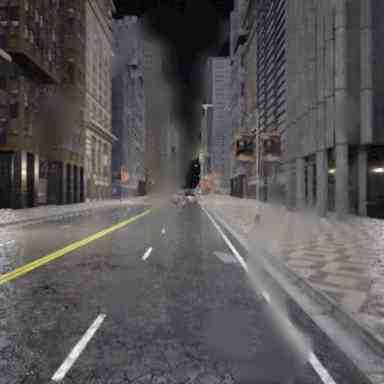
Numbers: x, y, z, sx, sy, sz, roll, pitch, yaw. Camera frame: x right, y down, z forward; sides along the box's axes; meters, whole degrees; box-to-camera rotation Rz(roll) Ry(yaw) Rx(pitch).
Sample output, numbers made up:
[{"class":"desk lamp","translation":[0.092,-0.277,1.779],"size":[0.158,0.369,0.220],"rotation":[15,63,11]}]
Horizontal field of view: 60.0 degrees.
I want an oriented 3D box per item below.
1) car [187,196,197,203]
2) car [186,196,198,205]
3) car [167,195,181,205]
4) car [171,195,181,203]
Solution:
[{"class":"car","translation":[-0.001,1.458,67.128],"size":[1.994,1.385,4.181],"rotation":[0,0,0]},{"class":"car","translation":[-0.001,1.450,56.699],"size":[2.128,1.511,4.902],"rotation":[0,0,0]},{"class":"car","translation":[-3.251,1.559,57.146],"size":[1.895,1.301,4.718],"rotation":[0,0,0]},{"class":"car","translation":[-3.251,1.419,67.128],"size":[1.812,1.442,4.674],"rotation":[0,0,0]}]
